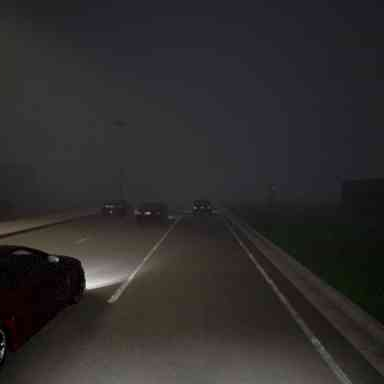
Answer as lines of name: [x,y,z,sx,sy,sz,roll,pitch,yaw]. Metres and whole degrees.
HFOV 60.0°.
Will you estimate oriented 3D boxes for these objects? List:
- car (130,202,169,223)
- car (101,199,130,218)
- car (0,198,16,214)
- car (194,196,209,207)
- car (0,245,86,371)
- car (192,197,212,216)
car: [-2.765,1.413,24.159,2.033,1.411,5.357,0,0,2]
car: [-6.153,1.330,28.035,2.128,1.511,4.902,0,0,2]
car: [-17.736,1.314,29.702,1.837,1.490,4.892,0,0,2]
car: [1.311,1.323,45.723,1.994,1.385,4.181,0,0,2]
car: [-3.232,1.529,5.299,1.994,1.385,4.181,0,0,1]
car: [0.933,1.384,30.941,2.033,1.411,5.357,0,0,1]
